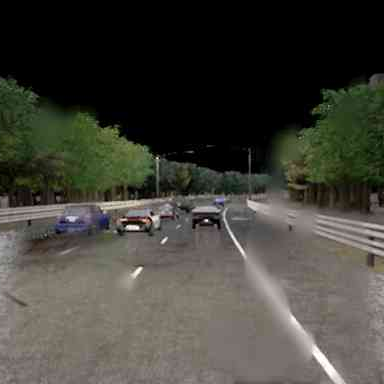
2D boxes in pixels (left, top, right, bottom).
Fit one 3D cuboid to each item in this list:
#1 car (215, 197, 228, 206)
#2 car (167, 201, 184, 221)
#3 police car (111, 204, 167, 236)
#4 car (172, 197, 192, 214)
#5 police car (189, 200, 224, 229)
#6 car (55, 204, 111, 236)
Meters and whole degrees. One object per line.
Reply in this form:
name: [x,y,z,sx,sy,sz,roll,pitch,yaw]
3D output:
car: [5.004,1.924,61.353,1.882,1.535,5.008,0,0,10]
car: [-2.250,1.829,30.600,2.033,1.411,5.357,0,-1,5]
police car: [-2.959,1.692,19.766,2.038,1.542,4.974,0,-1,3]
car: [-1.247,1.598,41.445,2.150,2.045,5.566,0,-1,6]
police car: [1.028,1.648,23.763,1.930,1.638,5.238,0,0,2]
car: [-6.307,1.538,19.950,2.097,1.767,4.553,0,-1,3]
